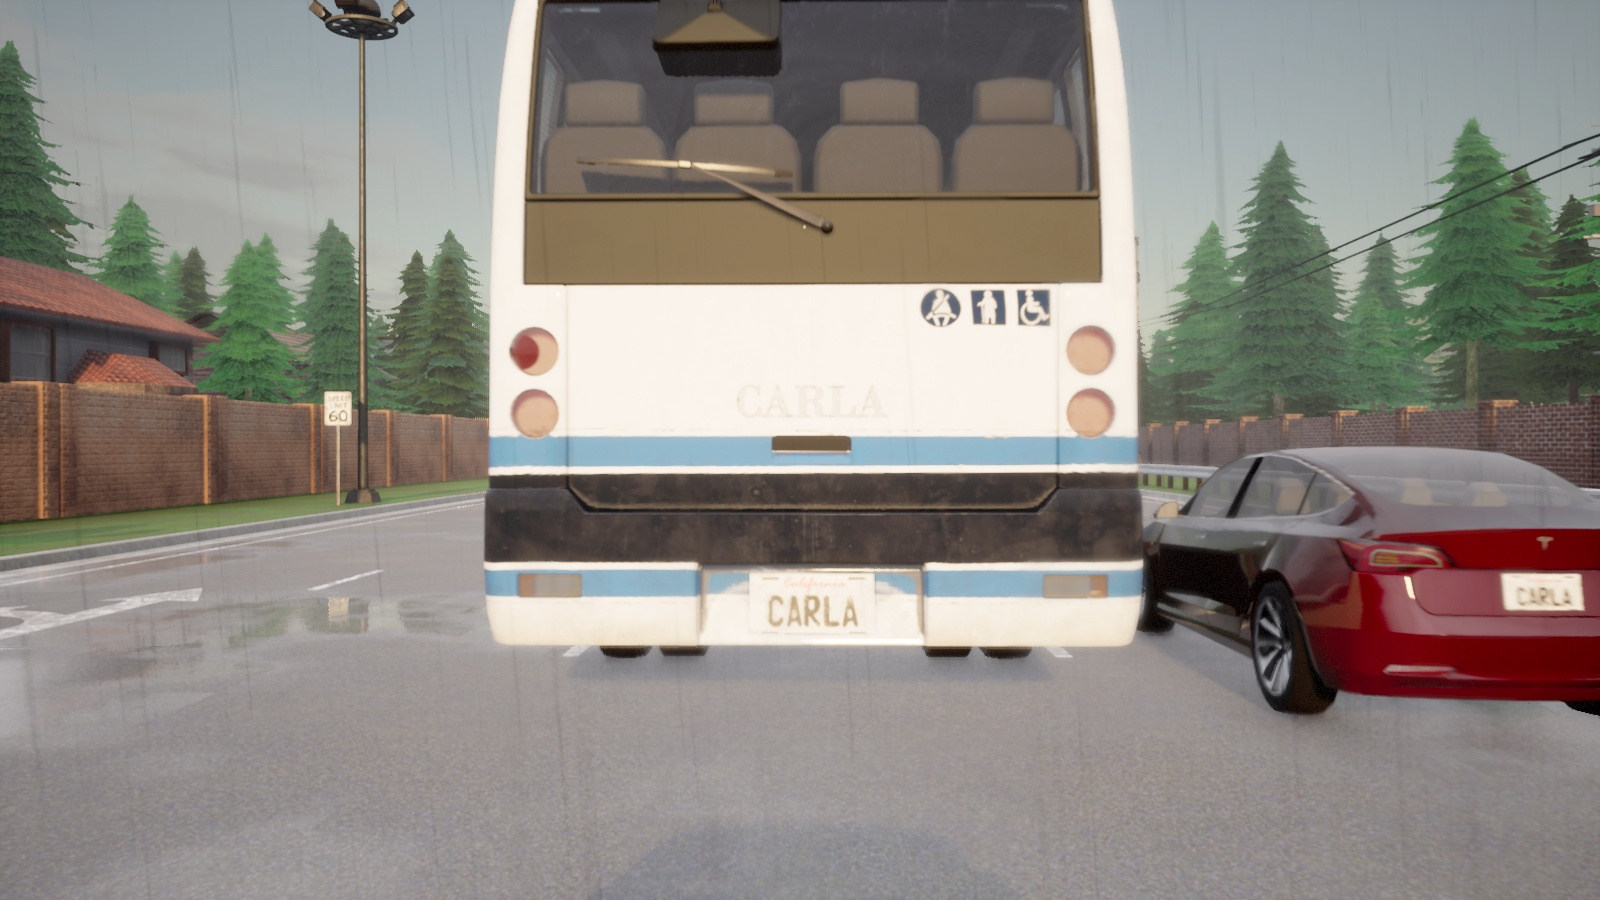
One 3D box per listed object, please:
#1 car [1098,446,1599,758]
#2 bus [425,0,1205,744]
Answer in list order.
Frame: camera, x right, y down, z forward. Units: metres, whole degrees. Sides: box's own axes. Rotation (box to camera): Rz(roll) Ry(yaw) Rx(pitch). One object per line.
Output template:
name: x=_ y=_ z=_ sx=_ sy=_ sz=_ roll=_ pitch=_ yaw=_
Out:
car: x=3.608 y=0.721 z=8.405 sx=2.163 sy=1.488 sz=4.792 roll=0 pitch=0 yaw=1
bus: x=0.159 y=-0.668 z=11.490 sx=3.944 sy=4.253 sz=10.273 roll=0 pitch=0 yaw=1
